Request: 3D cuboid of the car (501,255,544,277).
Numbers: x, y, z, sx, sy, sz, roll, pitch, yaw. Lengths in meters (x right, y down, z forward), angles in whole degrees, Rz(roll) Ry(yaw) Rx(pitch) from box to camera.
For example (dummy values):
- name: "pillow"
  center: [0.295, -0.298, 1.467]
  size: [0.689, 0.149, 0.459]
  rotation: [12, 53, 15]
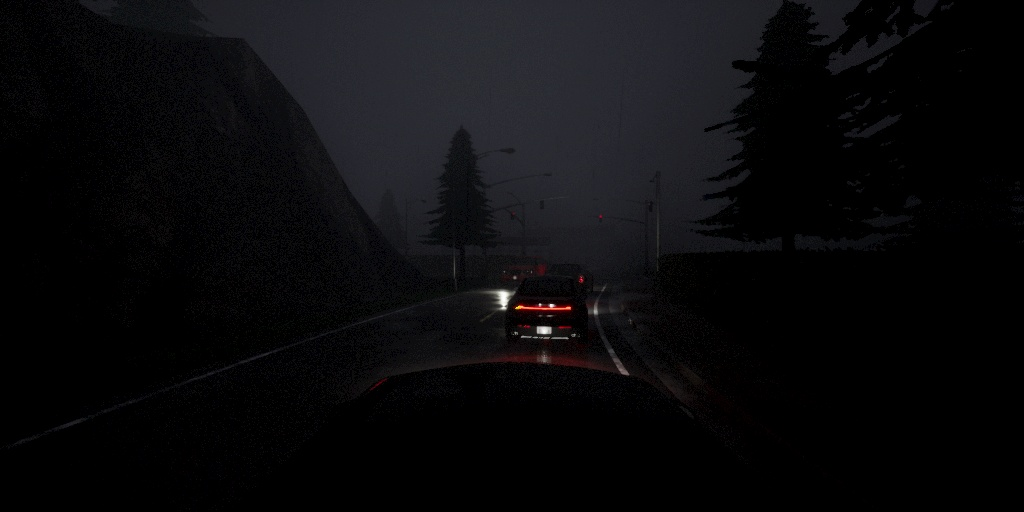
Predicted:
- name: "car"
  center: [0.995, 0.978, 24.758]
  size: [2.150, 2.045, 5.566]
  rotation: [0, 0, 17]

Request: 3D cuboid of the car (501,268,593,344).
- name: "car"
  center: [1.021, 1.255, 9.648]
  size: [1.837, 1.490, 4.892]
  rotation: [0, 0, 9]

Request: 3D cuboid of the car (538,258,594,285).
- name: "car"
  center: [3.024, 1.102, 18.569]
  size: [2.097, 1.767, 4.553]
  rotation: [0, 0, 17]
